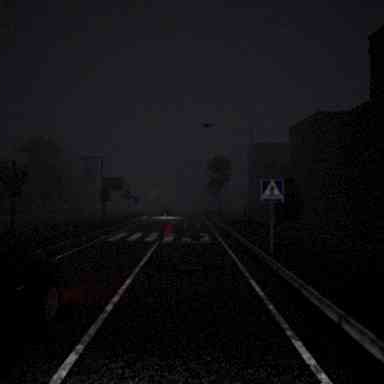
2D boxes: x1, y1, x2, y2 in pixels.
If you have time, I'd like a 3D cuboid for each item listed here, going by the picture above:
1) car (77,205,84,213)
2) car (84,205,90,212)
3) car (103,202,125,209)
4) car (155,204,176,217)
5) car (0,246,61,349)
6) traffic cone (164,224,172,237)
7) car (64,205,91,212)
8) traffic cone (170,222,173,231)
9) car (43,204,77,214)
[{"bbox_3d":[-22.157,2.974,58.123,4.892,1.521,2.231,0,-2,0],"label":"car"},{"bbox_3d":[-22.175,3.072,61.395,5.008,1.535,2.097,0,-2,0],"label":"car"},{"bbox_3d":[-22.229,4.040,93.014,5.008,1.535,2.097,0,-2,0],"label":"car"},{"bbox_3d":[-3.519,2.714,46.364,2.033,1.411,5.357,0,-2,0],"label":"car"},{"bbox_3d":[-3.371,1.569,4.591,1.812,1.442,4.674,0,-1,0],"label":"car"},{"bbox_3d":[-1.472,2.303,19.366,0.340,0.580,0.340,0,-2,0],"label":"traffic cone"},{"bbox_3d":[-22.174,3.208,64.541,4.674,1.452,2.002,0,-2,0],"label":"car"},{"bbox_3d":[-1.481,2.362,21.366,0.340,0.580,0.340,0,-2,0],"label":"traffic cone"},{"bbox_3d":[-22.153,2.913,54.847,4.674,1.452,2.002,0,-2,0],"label":"car"}]
